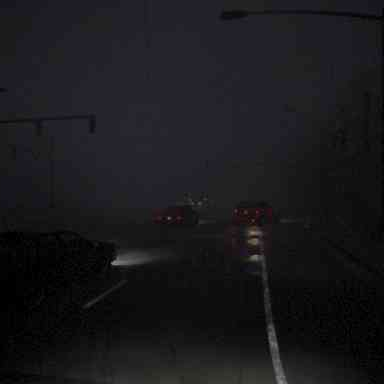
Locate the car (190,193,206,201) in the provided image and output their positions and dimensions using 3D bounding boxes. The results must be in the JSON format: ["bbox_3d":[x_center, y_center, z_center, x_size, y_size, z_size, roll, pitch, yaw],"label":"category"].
[{"bbox_3d":[1.050,1.227,65.434,1.837,1.490,4.892,0,1,11],"label":"car"}]

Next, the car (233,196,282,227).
[{"bbox_3d":[4.727,1.373,23.666,2.097,1.767,4.553,0,0,34],"label":"car"}]

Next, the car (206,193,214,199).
[{"bbox_3d":[4.204,0.913,81.678,1.812,1.442,4.674,0,1,11],"label":"car"}]

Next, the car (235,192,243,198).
[{"bbox_3d":[12.656,0.720,88.522,1.882,1.535,5.008,0,0,11],"label":"car"}]

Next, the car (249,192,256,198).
[{"bbox_3d":[16.092,0.739,87.858,1.837,1.490,4.892,0,0,11],"label":"car"}]

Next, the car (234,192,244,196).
[{"bbox_3d":[10.678,1.013,78.287,2.033,1.411,5.357,0,1,11],"label":"car"}]

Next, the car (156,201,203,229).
[{"bbox_3d":[-0.807,1.572,21.874,2.033,1.411,5.357,0,0,12],"label":"car"}]

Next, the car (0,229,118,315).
[{"bbox_3d":[-3.542,1.562,7.639,2.033,1.411,5.357,0,0,10],"label":"car"}]

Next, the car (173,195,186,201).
[{"bbox_3d":[-2.393,1.275,66.023,2.033,1.411,5.357,0,1,11],"label":"car"}]

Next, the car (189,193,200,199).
[{"bbox_3d":[0.748,0.995,82.242,1.895,1.301,4.718,0,1,11],"label":"car"}]

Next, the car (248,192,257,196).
[{"bbox_3d":[14.186,0.823,77.994,2.097,1.767,4.553,0,1,11],"label":"car"}]
